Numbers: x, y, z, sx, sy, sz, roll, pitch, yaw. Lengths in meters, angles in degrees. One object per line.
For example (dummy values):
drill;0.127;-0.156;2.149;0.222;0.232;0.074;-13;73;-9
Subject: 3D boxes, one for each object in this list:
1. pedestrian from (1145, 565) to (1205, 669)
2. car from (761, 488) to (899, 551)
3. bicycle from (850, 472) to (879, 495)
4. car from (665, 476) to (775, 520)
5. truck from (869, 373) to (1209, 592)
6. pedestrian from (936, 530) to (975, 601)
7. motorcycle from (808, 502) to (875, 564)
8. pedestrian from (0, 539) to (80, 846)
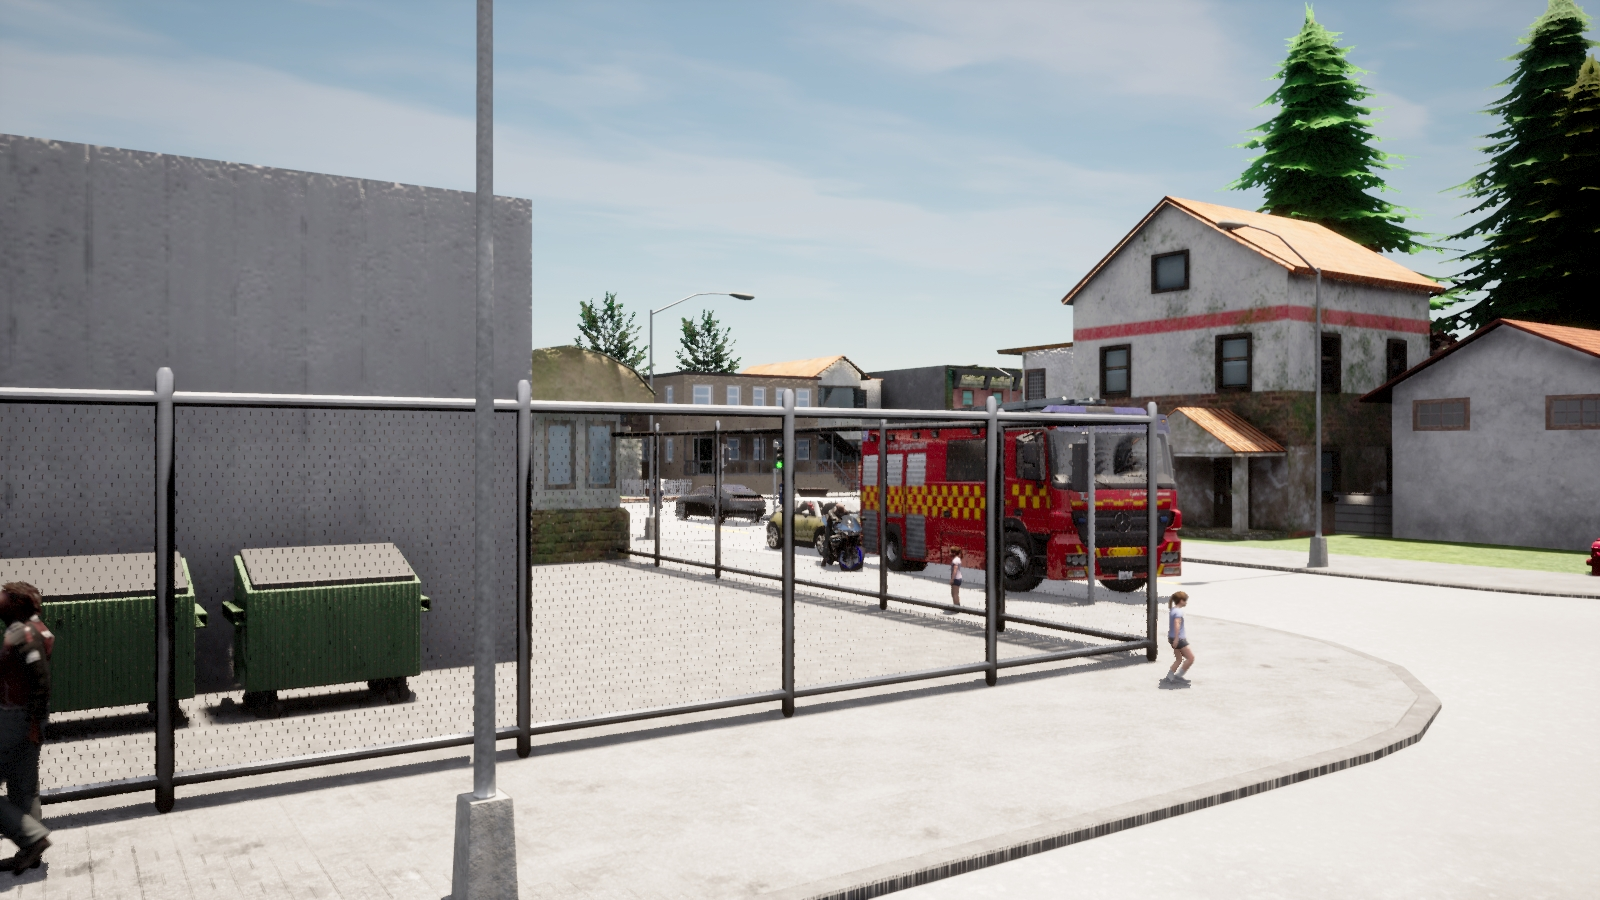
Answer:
pedestrian;4.274;1.896;13.053;0.500;1.100;0.500;0;0;-4
car;0.752;1.845;31.311;1.970;1.475;3.806;0;0;-33
bicycle;3.714;1.940;65.827;1.835;1.271;0.329;0;0;-33
car;-3.183;1.827;44.519;2.128;1.511;4.902;0;0;-33
truck;4.605;0.674;24.442;2.891;3.827;8.468;1;-1;-22
pedestrian;2.572;1.895;18.880;0.500;1.100;0.500;0;0;25
motorcycle;0.923;1.872;26.186;0.867;1.251;2.209;0;0;-17
pedestrian;-4.852;1.517;7.298;0.375;1.860;0.375;0;0;-24
